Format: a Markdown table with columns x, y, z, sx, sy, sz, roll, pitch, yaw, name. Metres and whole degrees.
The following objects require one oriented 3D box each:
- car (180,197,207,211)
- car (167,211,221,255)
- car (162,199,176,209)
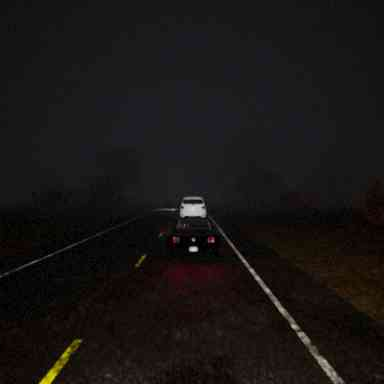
| x | y | z | sx | sy | sz | roll | pitch | yaw | name |
| --- | --- | --- | --- | --- | --- | --- | --- | --- | --- |
| 0.096 | 1.411 | 29.032 | 2.150 | 2.045 | 5.566 | 0 | 0 | 0 | car |
| 0.075 | 1.695 | 13.690 | 1.895 | 1.301 | 4.718 | 0 | 0 | 0 | car |
| -3.531 | 1.853 | 51.785 | 2.033 | 1.411 | 5.357 | 0 | 0 | 0 | car |
